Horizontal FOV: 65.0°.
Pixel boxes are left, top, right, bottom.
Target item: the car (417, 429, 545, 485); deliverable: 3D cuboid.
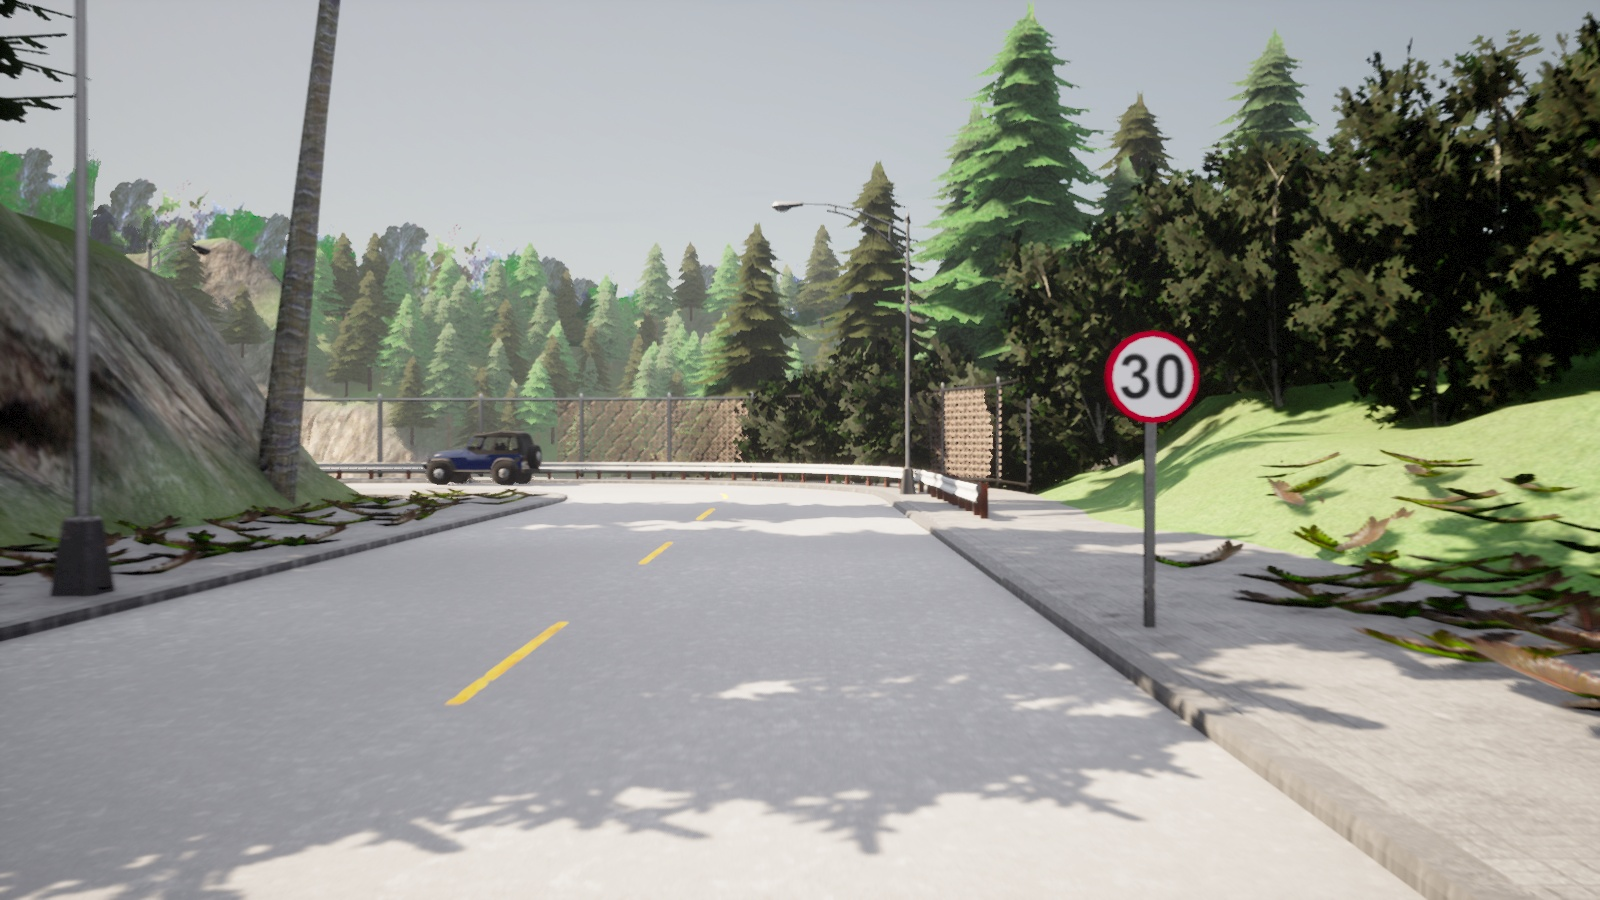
[{"bbox_3d":[-11.027,0.236,43.510,3.866,1.878,1.905,0,0,6],"label":"car"}]
